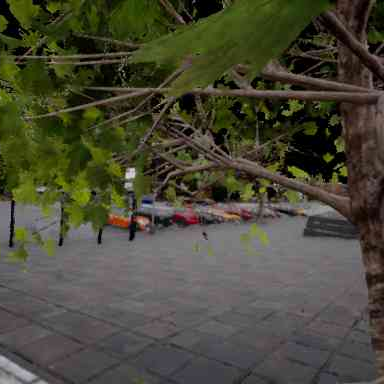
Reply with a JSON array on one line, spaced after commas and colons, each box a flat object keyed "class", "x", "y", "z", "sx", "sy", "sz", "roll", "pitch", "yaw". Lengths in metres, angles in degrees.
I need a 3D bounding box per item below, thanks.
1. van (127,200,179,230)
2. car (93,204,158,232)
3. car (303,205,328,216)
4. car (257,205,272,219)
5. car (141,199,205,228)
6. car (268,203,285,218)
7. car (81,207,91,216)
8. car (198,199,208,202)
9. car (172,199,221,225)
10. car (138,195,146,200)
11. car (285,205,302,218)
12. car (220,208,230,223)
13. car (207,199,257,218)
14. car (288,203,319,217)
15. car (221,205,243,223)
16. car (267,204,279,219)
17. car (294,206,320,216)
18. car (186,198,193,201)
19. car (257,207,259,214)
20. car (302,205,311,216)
[{"class": "van", "x": -3.942, "y": 2.179, "z": 30.509, "sx": 4.442, "sy": 1.987, "sz": 1.878, "roll": 7, "pitch": 3, "yaw": 16}, {"class": "car", "x": -5.658, "y": 2.198, "z": 28.074, "sx": 4.553, "sy": 1.767, "sz": 2.185, "roll": 7, "pitch": 2, "yaw": 16}, {"class": "car", "x": 27.552, "y": 4.124, "z": 74.438, "sx": 5.008, "sy": 1.535, "sz": 2.097, "roll": 7, "pitch": 2, "yaw": 15}, {"class": "car", "x": 8.419, "y": 3.025, "z": 47.559, "sx": 4.892, "sy": 1.521, "sz": 2.231, "roll": 7, "pitch": 3, "yaw": 15}, {"class": "car", "x": -2.086, "y": 2.251, "z": 32.914, "sx": 5.566, "sy": 2.045, "sz": 2.435, "roll": 7, "pitch": 3, "yaw": 16}, {"class": "car", "x": 11.881, "y": 3.073, "z": 52.456, "sx": 4.553, "sy": 1.767, "sz": 2.185, "roll": 7, "pitch": 2, "yaw": 15}, {"class": "car", "x": -8.485, "y": 1.944, "z": 32.758, "sx": 1.837, "sy": 1.490, "sz": 4.892, "roll": 7, "pitch": 3, "yaw": 36}, {"class": "car", "x": 2.715, "y": 2.027, "z": 63.321, "sx": 2.033, "sy": 1.411, "sz": 5.357, "roll": 7, "pitch": 2, "yaw": 36}, {"class": "car", "x": -0.267, "y": 2.345, "z": 35.344, "sx": 5.566, "sy": 2.045, "sz": 2.435, "roll": 7, "pitch": 2, "yaw": 16}, {"class": "car", "x": -7.793, "y": 1.164, "z": 48.614, "sx": 2.150, "sy": 2.045, "sz": 5.566, "roll": 7, "pitch": 2, "yaw": 36}, {"class": "car", "x": 15.435, "y": 3.144, "z": 57.325, "sx": 5.566, "sy": 2.045, "sz": 2.435, "roll": 7, "pitch": 2, "yaw": 15}, {"class": "car", "x": 1.427, "y": 2.717, "z": 37.805, "sx": 4.674, "sy": 1.452, "sz": 2.002, "roll": 7, "pitch": 2, "yaw": 16}, {"class": "car", "x": 4.984, "y": 2.603, "z": 42.666, "sx": 5.566, "sy": 2.045, "sz": 2.435, "roll": 7, "pitch": 2, "yaw": 15}, {"class": "car", "x": 22.337, "y": 3.547, "z": 67.096, "sx": 5.566, "sy": 2.045, "sz": 2.435, "roll": 7, "pitch": 2, "yaw": 15}, {"class": "car", "x": 3.362, "y": 2.782, "z": 40.192, "sx": 5.366, "sy": 1.575, "sz": 1.946, "roll": 7, "pitch": 2, "yaw": 16}, {"class": "car", "x": 10.199, "y": 2.990, "z": 49.990, "sx": 4.553, "sy": 1.767, "sz": 2.185, "roll": 7, "pitch": 3, "yaw": 15}, {"class": "car", "x": 24.046, "y": 3.932, "z": 69.552, "sx": 4.792, "sy": 1.488, "sz": 2.163, "roll": 7, "pitch": 2, "yaw": 15}, {"class": "car", "x": -1.724, "y": 1.557, "z": 62.250, "sx": 1.882, "sy": 1.535, "sz": 5.008, "roll": 7, "pitch": 2, "yaw": 36}, {"class": "car", "x": 6.698, "y": 2.967, "z": 45.121, "sx": 4.792, "sy": 1.488, "sz": 2.163, "roll": 7, "pitch": 2, "yaw": 15}, {"class": "car", "x": 19.038, "y": 3.609, "z": 62.173, "sx": 5.366, "sy": 1.575, "sz": 1.946, "roll": 7, "pitch": 2, "yaw": 15}]
